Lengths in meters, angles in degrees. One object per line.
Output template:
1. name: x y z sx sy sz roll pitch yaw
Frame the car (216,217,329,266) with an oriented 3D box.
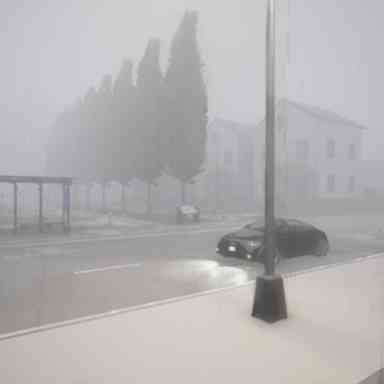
1. car: 2.880 1.594 11.547 4.181 1.385 1.994 0 0 -35
